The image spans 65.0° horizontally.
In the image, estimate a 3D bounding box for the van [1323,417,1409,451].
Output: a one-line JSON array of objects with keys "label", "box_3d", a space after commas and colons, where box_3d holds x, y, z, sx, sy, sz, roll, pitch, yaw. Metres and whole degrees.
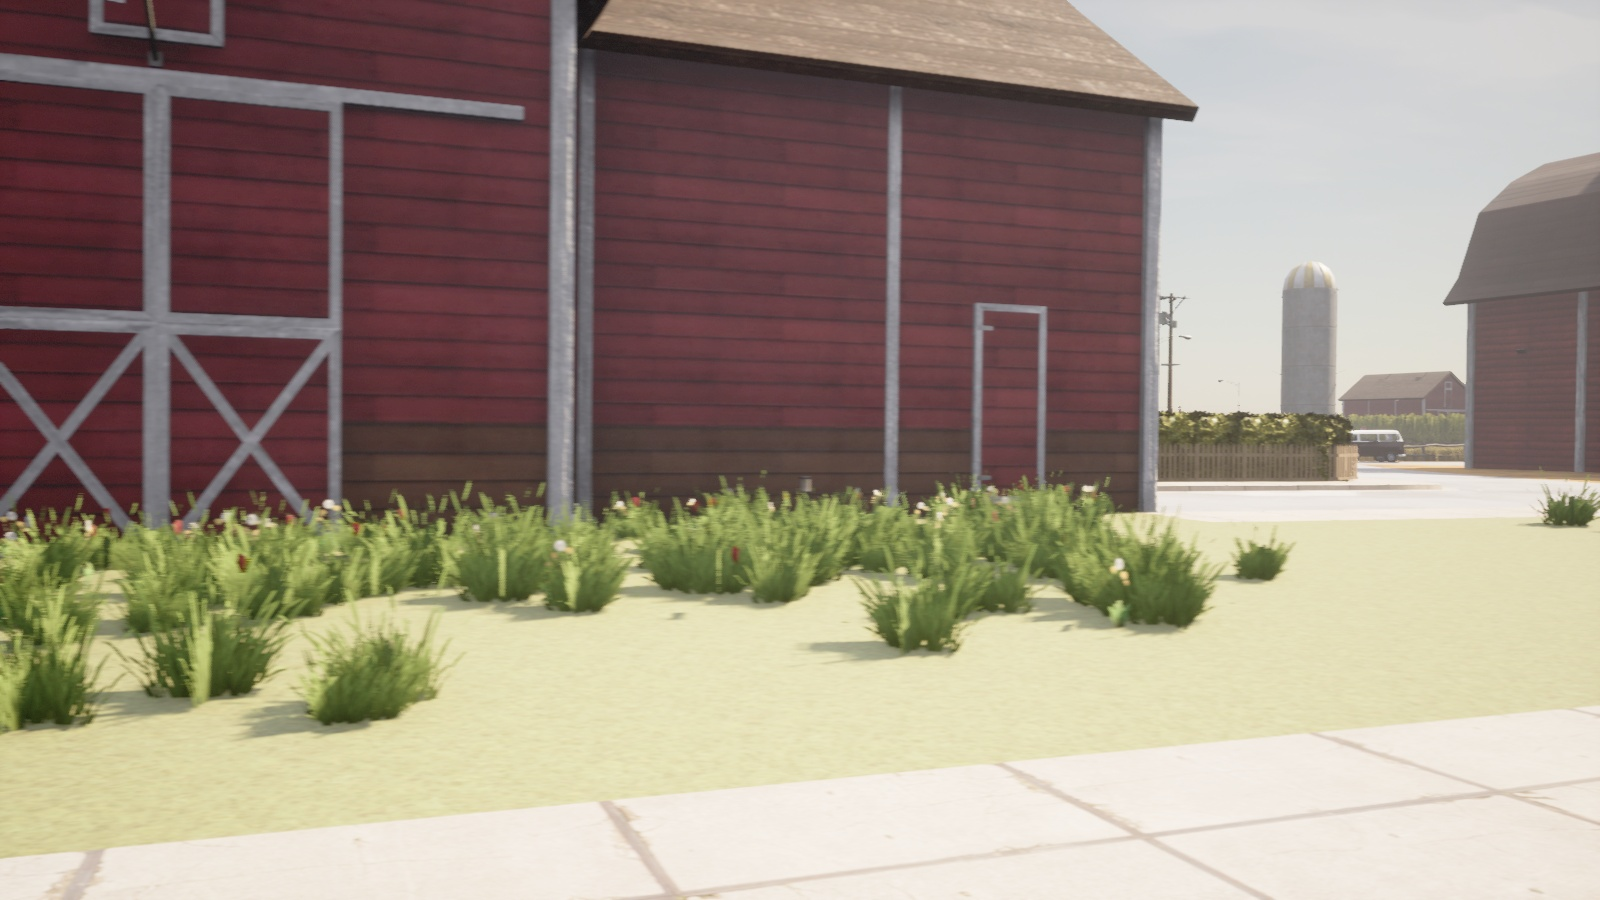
[{"label": "van", "box_3d": [35.710, -1.021, 79.311, 4.480, 2.038, 2.069, -1, 1, 0]}]
